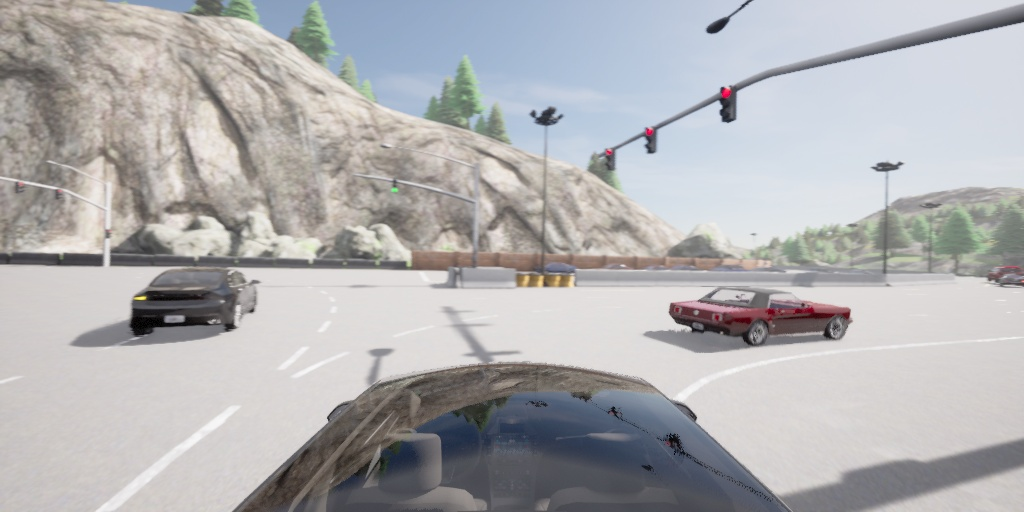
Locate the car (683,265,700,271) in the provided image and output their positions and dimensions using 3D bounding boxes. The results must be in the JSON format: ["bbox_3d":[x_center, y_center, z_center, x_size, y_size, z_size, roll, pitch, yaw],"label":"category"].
[{"bbox_3d":[22.549,1.882,47.533,5.357,1.411,2.033,1,0,-17],"label":"car"}]

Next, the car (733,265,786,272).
[{"bbox_3d":[26.369,1.907,37.782,5.008,1.535,1.882,2,0,-17],"label":"car"}]

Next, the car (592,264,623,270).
[{"bbox_3d":[10.239,1.542,36.561,4.674,1.442,1.812,2,0,-17],"label":"car"}]

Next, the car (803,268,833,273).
[{"bbox_3d":[39.840,2.281,46.705,4.892,1.490,1.837,2,0,-27],"label":"car"}]

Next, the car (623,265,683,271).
[{"bbox_3d":[13.292,1.620,33.815,4.674,1.442,1.812,1,0,-16],"label":"car"}]

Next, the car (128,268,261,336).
[{"bbox_3d":[-8.227,1.048,9.674,1.837,1.490,4.892,2,0,-28],"label":"car"}]

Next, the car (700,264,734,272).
[{"bbox_3d":[24.401,1.732,40.828,4.553,1.767,2.097,1,0,-17],"label":"car"}]

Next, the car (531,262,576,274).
[{"bbox_3d":[4.979,1.431,42.300,5.357,1.411,2.033,1,0,-17],"label":"car"}]

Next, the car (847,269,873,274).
[{"bbox_3d":[42.860,2.379,44.306,4.674,1.442,1.812,1,0,-27],"label":"car"}]

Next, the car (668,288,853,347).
[{"bbox_3d":[6.744,1.521,9.678,4.718,1.301,1.895,1,0,-19],"label":"car"}]
